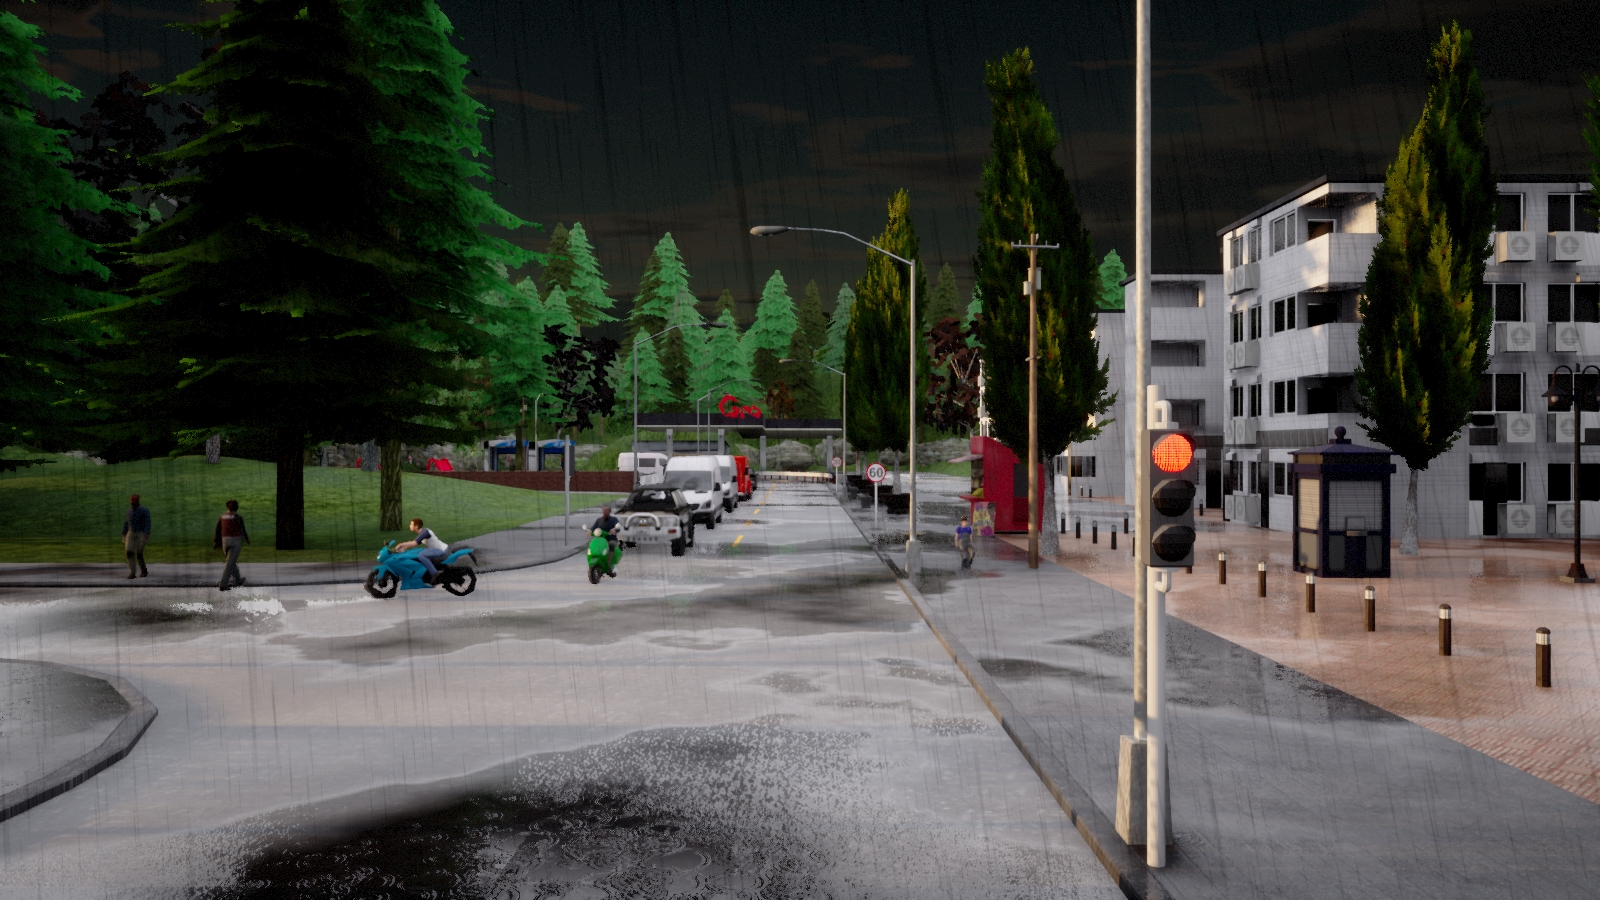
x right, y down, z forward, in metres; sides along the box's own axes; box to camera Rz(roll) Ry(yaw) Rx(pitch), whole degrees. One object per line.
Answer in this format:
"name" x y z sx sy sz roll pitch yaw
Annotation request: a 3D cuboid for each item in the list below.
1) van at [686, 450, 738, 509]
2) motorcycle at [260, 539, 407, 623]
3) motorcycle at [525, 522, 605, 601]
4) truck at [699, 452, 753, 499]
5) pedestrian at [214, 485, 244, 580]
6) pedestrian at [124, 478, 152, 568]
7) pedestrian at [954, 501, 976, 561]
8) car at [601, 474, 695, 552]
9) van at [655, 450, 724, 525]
"van" -4.006 1.305 52.932 1.988 2.561 5.915 0 0 0
"motorcycle" -7.143 1.991 17.581 2.033 1.145 0.803 1 0 -21
"motorcycle" -4.151 1.958 20.351 0.856 1.236 1.805 0 0 7
"truck" -3.990 1.338 62.344 2.627 2.467 5.204 0 0 0
"pedestrian" -11.296 1.625 22.612 0.375 1.860 0.375 0 0 8
"pedestrian" -13.804 1.520 23.836 0.375 1.860 0.375 0 0 -3
"pedestrian" 3.662 1.800 25.373 0.375 1.300 0.375 0 0 -12
"car" -4.060 1.638 31.214 1.932 1.855 4.605 0 0 0
"van" -4.013 1.306 42.392 1.988 2.561 5.915 0 0 0
